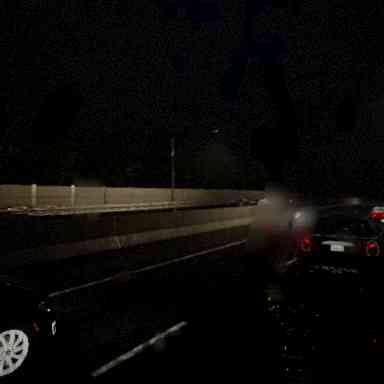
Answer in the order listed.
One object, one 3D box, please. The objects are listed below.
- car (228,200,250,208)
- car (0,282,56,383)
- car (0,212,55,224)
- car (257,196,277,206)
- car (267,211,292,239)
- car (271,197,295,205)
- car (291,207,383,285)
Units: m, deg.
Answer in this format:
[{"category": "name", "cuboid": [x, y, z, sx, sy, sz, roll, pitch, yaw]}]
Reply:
[{"category": "car", "cuboid": [7.660, 2.005, 53.569, 2.033, 1.411, 5.357, -1, 0, 33]}, {"category": "car", "cuboid": [-3.794, 1.557, 3.306, 1.837, 1.490, 4.892, -1, -1, 33]}, {"category": "car", "cuboid": [-8.340, 1.786, 15.973, 1.994, 1.385, 4.181, -1, -1, 33]}, {"category": "car", "cuboid": [12.683, 1.657, 54.879, 2.150, 2.045, 5.566, -1, -1, 33]}, {"category": "car", "cuboid": [5.754, 1.743, 18.059, 2.033, 1.411, 5.357, -1, -1, 33]}, {"category": "car", "cuboid": [14.450, 1.945, 51.180, 2.033, 1.411, 5.357, -1, 0, 33]}, {"category": "car", "cuboid": [4.846, 1.465, 10.223, 2.097, 1.767, 4.553, -1, -1, 33]}]
